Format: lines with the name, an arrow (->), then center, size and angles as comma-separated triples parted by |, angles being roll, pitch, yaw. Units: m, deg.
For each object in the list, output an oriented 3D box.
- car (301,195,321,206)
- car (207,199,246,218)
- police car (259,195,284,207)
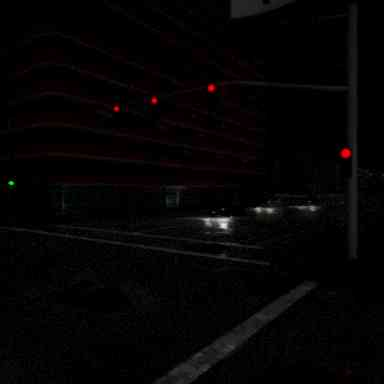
car -> 17.416, 1.269, 48.634 | 1.837, 1.490, 4.892 | 0, 0, 37
car -> 3.146, 1.394, 29.293 | 1.812, 1.442, 4.674 | 0, 0, 36
police car -> 10.868, 1.211, 45.574 | 1.930, 1.638, 5.238 | 0, 0, 36
